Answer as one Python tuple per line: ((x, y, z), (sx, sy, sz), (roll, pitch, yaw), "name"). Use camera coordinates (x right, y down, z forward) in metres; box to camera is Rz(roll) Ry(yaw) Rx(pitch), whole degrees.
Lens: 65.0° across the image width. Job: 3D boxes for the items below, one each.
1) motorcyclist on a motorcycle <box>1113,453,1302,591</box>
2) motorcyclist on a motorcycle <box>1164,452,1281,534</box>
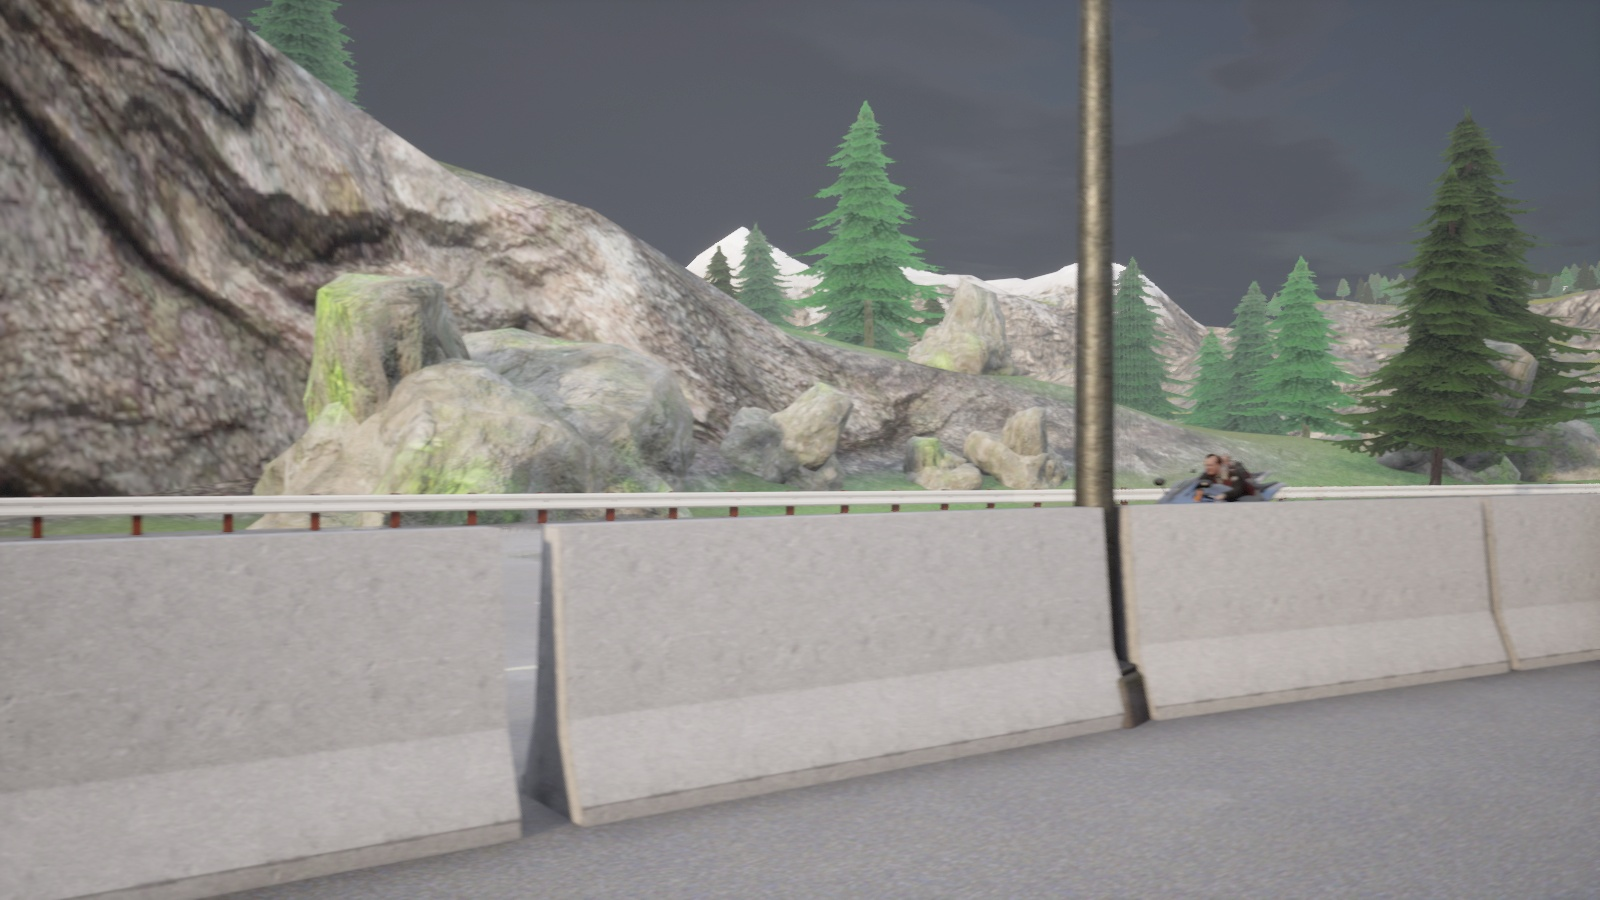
((4.835, 0.802, 14.862), (2.191, 1.530, 0.866), (0, 1, -30), "motorcyclist on a motorcycle")
((8.301, 0.817, 24.654), (2.191, 1.530, 0.866), (0, 0, -27), "motorcyclist on a motorcycle")
